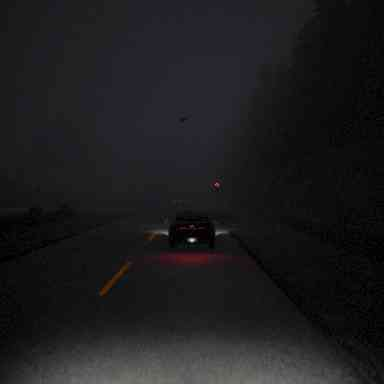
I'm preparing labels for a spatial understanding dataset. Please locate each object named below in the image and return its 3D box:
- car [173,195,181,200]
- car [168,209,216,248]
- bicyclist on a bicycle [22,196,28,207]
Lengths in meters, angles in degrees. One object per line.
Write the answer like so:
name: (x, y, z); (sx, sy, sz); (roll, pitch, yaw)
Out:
car: (-4.000, 1.503, 89.995); (1.994, 1.385, 4.181); (0, 0, 0)
car: (0.000, 1.515, 14.650); (1.837, 1.490, 4.892); (0, 0, 0)
bicyclist on a bicycle: (-24.181, 1.347, 48.074); (0.582, 1.620, 1.656); (0, 0, 0)
